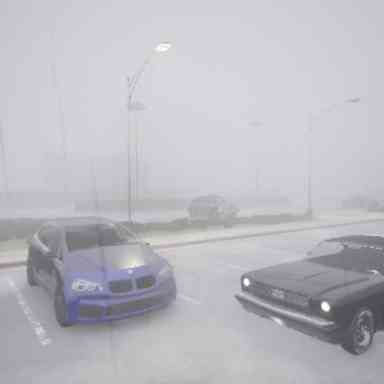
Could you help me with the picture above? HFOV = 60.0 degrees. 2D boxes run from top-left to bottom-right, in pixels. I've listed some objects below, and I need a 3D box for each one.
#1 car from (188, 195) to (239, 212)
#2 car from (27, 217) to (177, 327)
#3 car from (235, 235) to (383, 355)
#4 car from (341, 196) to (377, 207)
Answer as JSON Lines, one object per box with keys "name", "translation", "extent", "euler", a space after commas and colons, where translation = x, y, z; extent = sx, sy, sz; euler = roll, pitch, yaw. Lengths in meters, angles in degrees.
{"name": "car", "translation": [1.586, 1.150, 26.355], "extent": [1.932, 1.855, 4.605], "euler": [-1, 0, -35]}
{"name": "car", "translation": [-2.240, 1.457, 7.450], "extent": [2.242, 1.667, 4.611], "euler": [-1, 0, -35]}
{"name": "car", "translation": [3.062, 1.543, 6.103], "extent": [4.718, 1.301, 1.895], "euler": [-1, 0, -35]}
{"name": "car", "translation": [19.862, 1.138, 39.446], "extent": [1.784, 1.438, 3.905], "euler": [-1, 0, -35]}
